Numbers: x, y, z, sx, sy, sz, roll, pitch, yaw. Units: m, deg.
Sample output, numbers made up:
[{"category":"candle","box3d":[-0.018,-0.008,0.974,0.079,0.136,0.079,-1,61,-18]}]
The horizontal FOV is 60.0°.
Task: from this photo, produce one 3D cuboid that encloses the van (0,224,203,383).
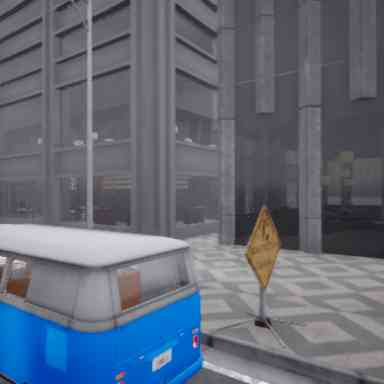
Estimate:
[{"category":"van","box3d":[-1.792,1.368,4.236,3.998,1.788,1.690,0,0,36]}]
